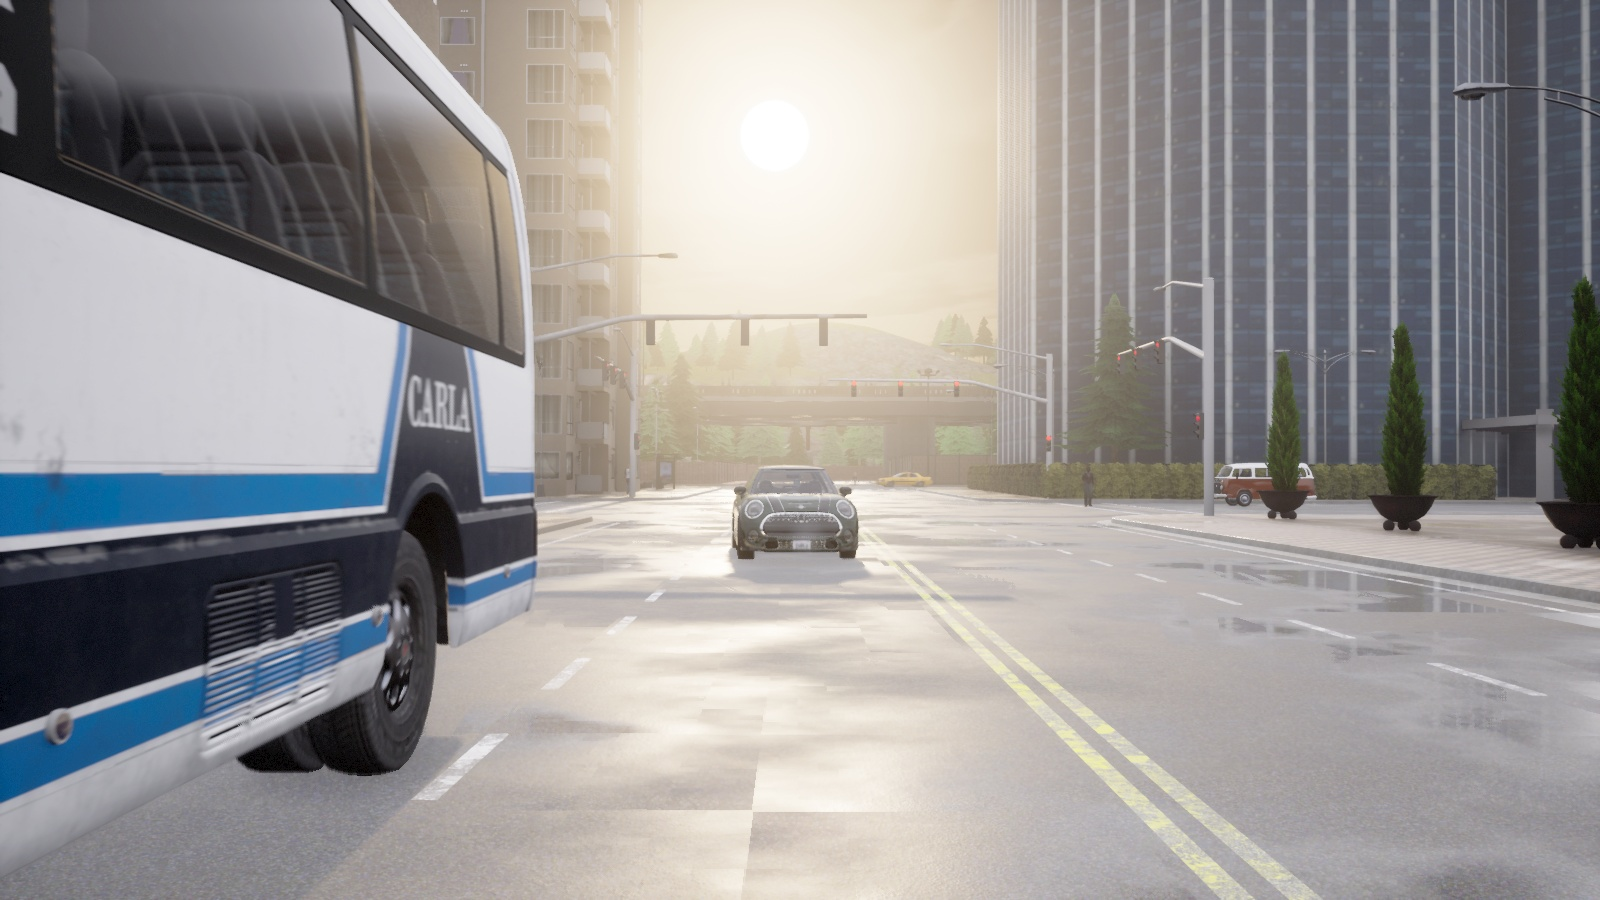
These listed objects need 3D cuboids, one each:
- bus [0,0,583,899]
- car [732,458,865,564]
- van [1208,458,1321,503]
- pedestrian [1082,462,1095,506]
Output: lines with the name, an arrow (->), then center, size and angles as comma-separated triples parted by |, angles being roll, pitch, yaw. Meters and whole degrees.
bus -> -3.516, -0.483, 3.840 | 3.944, 4.253, 10.273 | 0, -1, 0
car -> -0.150, 1.066, 23.437 | 2.097, 1.767, 4.553 | 0, -1, -5
van -> 21.638, 1.433, 58.627 | 4.480, 2.038, 2.069 | 0, -1, -1
pedestrian -> 12.773, 1.491, 55.522 | 0.402, 1.930, 0.666 | 0, -1, 0
